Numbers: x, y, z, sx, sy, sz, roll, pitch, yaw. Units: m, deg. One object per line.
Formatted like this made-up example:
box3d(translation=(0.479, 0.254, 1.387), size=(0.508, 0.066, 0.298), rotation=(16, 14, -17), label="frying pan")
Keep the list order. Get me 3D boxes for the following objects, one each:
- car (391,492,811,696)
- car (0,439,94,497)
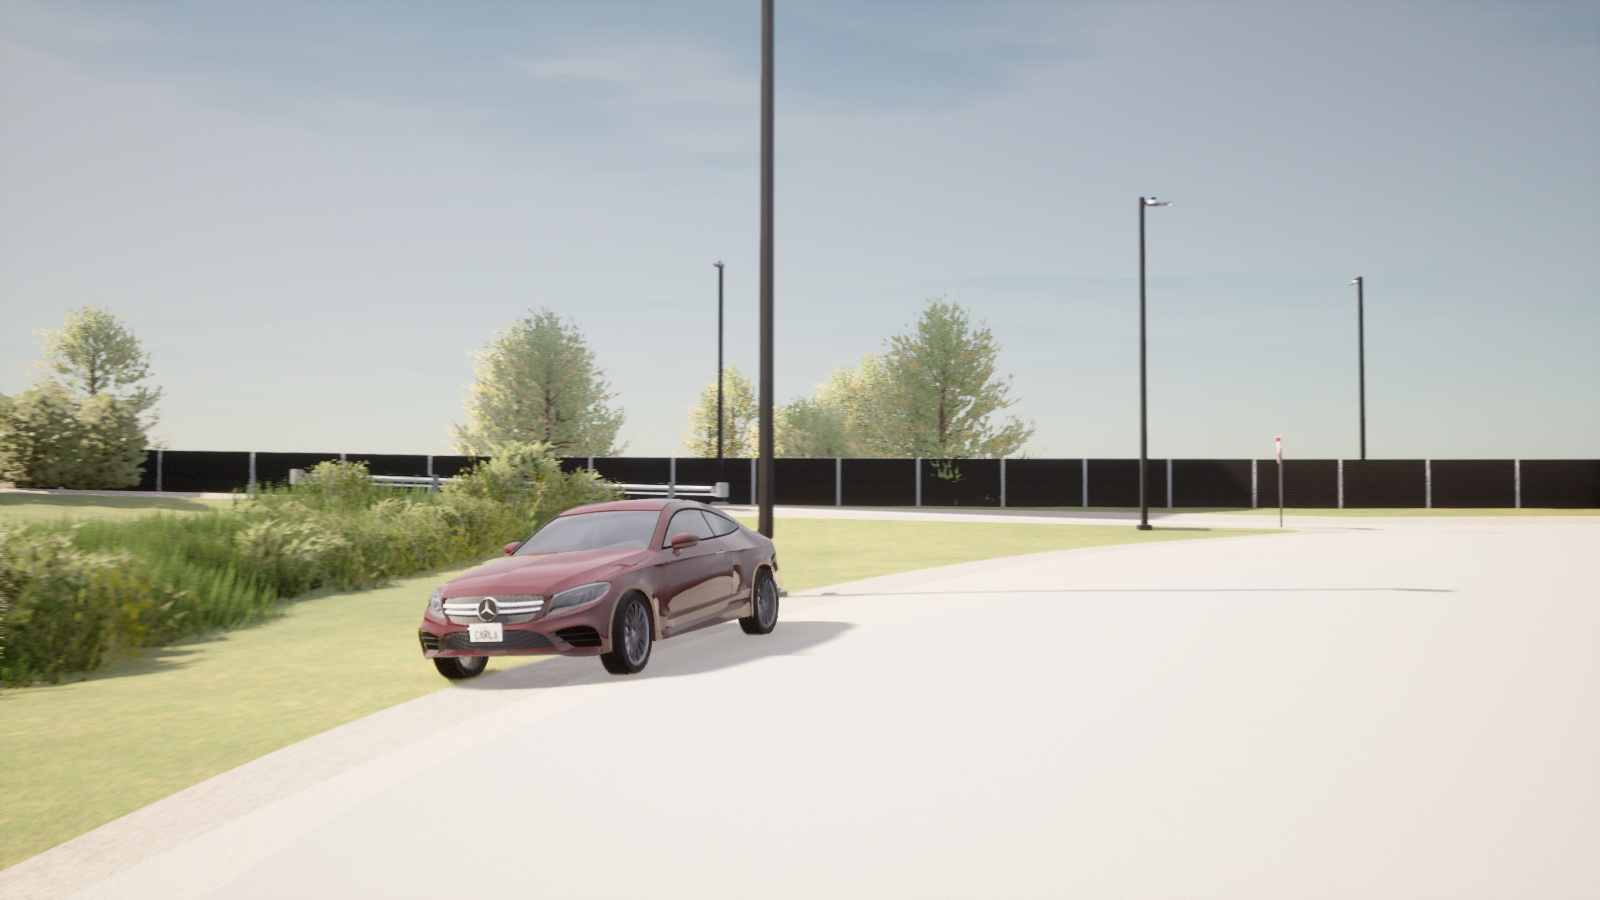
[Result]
box3d(translation=(-1.597, 1.222, 12.015), size=(1.812, 1.442, 4.674), rotation=(-5, -3, 20), label="car")
box3d(translation=(-23.321, 0.488, 35.640), size=(1.801, 1.575, 5.366), rotation=(-2, -4, 43), label="car")
